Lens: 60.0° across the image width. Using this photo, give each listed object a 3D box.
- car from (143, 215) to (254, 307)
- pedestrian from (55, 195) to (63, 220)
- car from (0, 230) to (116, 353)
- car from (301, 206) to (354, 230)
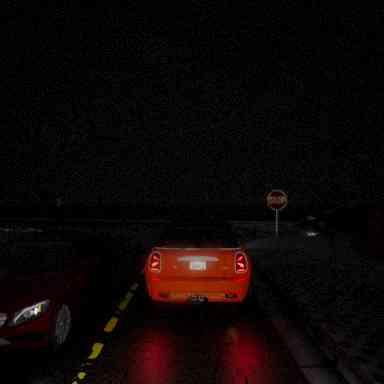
[{"bbox_3d":[0.182,1.354,8.150,2.097,1.767,4.553,0,0,2],"label":"car"},{"bbox_3d":[-9.673,1.069,24.313,0.375,1.860,0.375,0,-1,0],"label":"pedestrian"},{"bbox_3d":[-2.741,1.527,6.378,1.812,1.442,4.674,0,0,1],"label":"car"},{"bbox_3d":[9.625,1.626,21.500,5.008,1.535,1.882,1,0,0],"label":"car"}]
